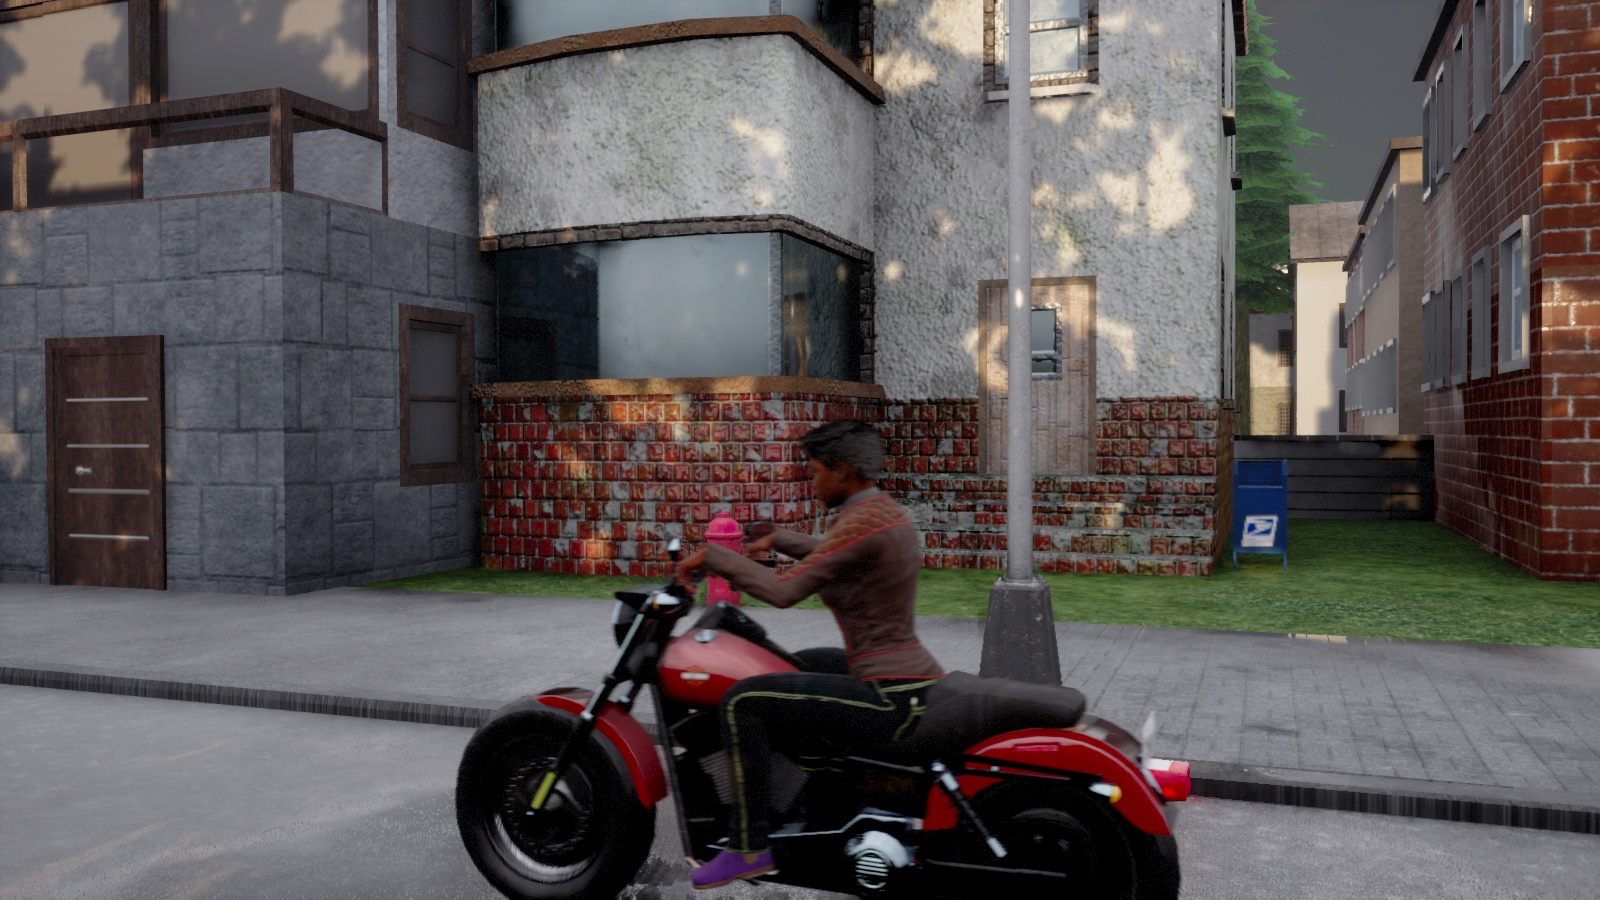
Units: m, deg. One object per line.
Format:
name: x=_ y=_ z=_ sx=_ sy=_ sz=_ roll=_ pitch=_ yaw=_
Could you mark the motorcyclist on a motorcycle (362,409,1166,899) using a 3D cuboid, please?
motorcyclist on a motorcycle: x=-0.132 y=0.715 z=3.857 sx=2.350 sy=1.649 sz=0.766 roll=0 pitch=1 yaw=22
